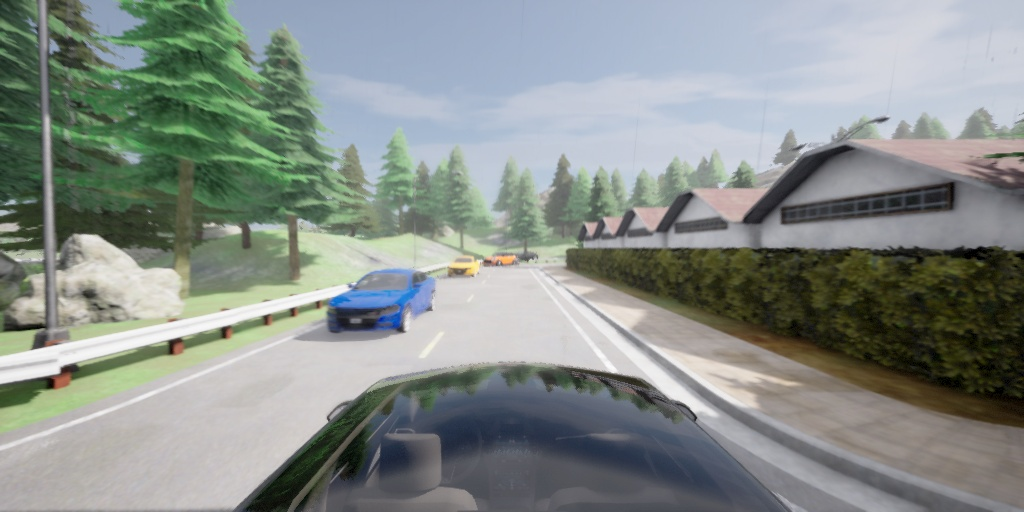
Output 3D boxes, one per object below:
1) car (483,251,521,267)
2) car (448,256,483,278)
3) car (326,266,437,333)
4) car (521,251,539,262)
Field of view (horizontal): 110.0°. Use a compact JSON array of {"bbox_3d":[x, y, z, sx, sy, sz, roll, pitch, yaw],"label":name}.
[{"bbox_3d":[-1.437,0.296,41.514,2.097,1.767,4.553,1,2,37],"label":"car"},{"bbox_3d":[-3.553,0.752,27.106,1.882,1.535,5.008,0,1,1],"label":"car"},{"bbox_3d":[-3.531,1.117,10.559,1.882,1.535,5.008,0,2,0],"label":"car"},{"bbox_3d":[1.401,0.031,45.340,4.674,1.442,1.812,-1,2,-37],"label":"car"}]
